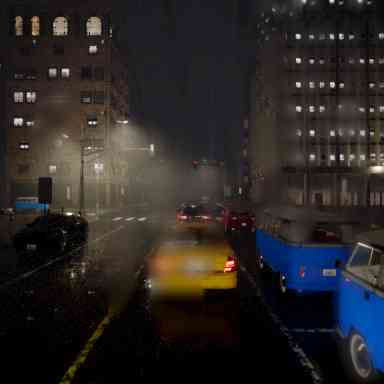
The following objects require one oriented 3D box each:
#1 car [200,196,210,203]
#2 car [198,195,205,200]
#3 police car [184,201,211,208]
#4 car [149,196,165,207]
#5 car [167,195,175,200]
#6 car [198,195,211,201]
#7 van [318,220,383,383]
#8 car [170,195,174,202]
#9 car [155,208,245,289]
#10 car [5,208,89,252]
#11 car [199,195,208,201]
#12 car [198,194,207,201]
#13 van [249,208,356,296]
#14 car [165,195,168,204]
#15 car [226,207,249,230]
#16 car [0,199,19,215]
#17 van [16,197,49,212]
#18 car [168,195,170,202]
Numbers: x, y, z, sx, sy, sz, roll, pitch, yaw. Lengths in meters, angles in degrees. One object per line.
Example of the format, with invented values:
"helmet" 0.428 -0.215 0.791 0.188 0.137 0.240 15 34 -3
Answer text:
"car" 2.698 1.517 68.923 1.887 1.381 4.507 1 0 0
"car" 2.697 1.472 91.699 1.752 1.417 4.829 1 0 0
"police car" 0.103 1.505 19.451 2.038 1.542 4.974 0 0 0
"car" -5.683 1.572 51.969 1.802 1.307 4.206 1 0 0
"car" -5.684 1.472 91.360 1.752 1.417 4.829 1 0 0
"car" 2.698 1.529 63.271 2.008 1.369 4.403 1 0 0
"van" 2.703 1.342 2.795 1.690 1.788 3.998 1 0 0
"car" -5.683 1.516 74.575 2.008 1.369 4.403 1 0 0
"car" 0.097 1.458 9.131 1.801 1.575 5.366 0 0 0
"car" -5.681 1.567 13.954 1.947 1.339 4.313 1 0 0
"car" 2.697 1.510 80.225 2.008 1.369 4.403 1 0 0
"car" 2.698 1.393 85.878 1.967 1.590 4.097 1 0 0
"van" 2.703 1.343 8.371 1.690 1.788 3.998 1 0 0
"car" -5.680 1.424 57.621 1.967 1.590 4.097 1 0 0
"car" 2.700 1.545 19.525 1.887 1.381 4.507 1 0 0
"car" -19.845 1.620 32.456 4.403 1.369 2.008 0 0 1
"van" -19.737 1.524 40.838 3.998 1.788 1.690 0 0 1
"car" -5.683 1.560 63.272 1.802 1.307 4.206 1 0 0
